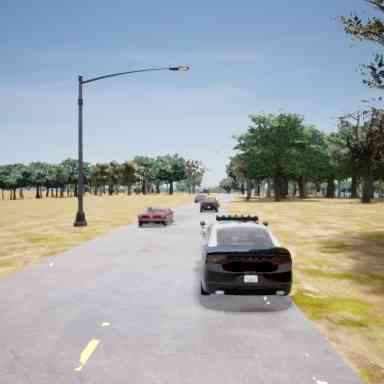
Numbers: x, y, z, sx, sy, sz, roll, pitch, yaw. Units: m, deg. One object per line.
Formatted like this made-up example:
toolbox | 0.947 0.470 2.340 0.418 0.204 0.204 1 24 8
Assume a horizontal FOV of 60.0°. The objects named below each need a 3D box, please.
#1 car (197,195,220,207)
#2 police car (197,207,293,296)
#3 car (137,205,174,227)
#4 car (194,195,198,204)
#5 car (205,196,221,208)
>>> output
car | 1.959 1.393 36.799 1.882 1.535 5.008 0 0 6
police car | 1.168 1.423 8.812 1.930 1.638 5.238 0 0 1
car | -2.364 1.579 22.536 1.895 1.301 4.718 0 0 3
car | 1.448 1.261 57.957 1.837 1.490 4.892 0 0 8
car | 2.983 1.320 47.174 1.882 1.535 5.008 0 0 8
